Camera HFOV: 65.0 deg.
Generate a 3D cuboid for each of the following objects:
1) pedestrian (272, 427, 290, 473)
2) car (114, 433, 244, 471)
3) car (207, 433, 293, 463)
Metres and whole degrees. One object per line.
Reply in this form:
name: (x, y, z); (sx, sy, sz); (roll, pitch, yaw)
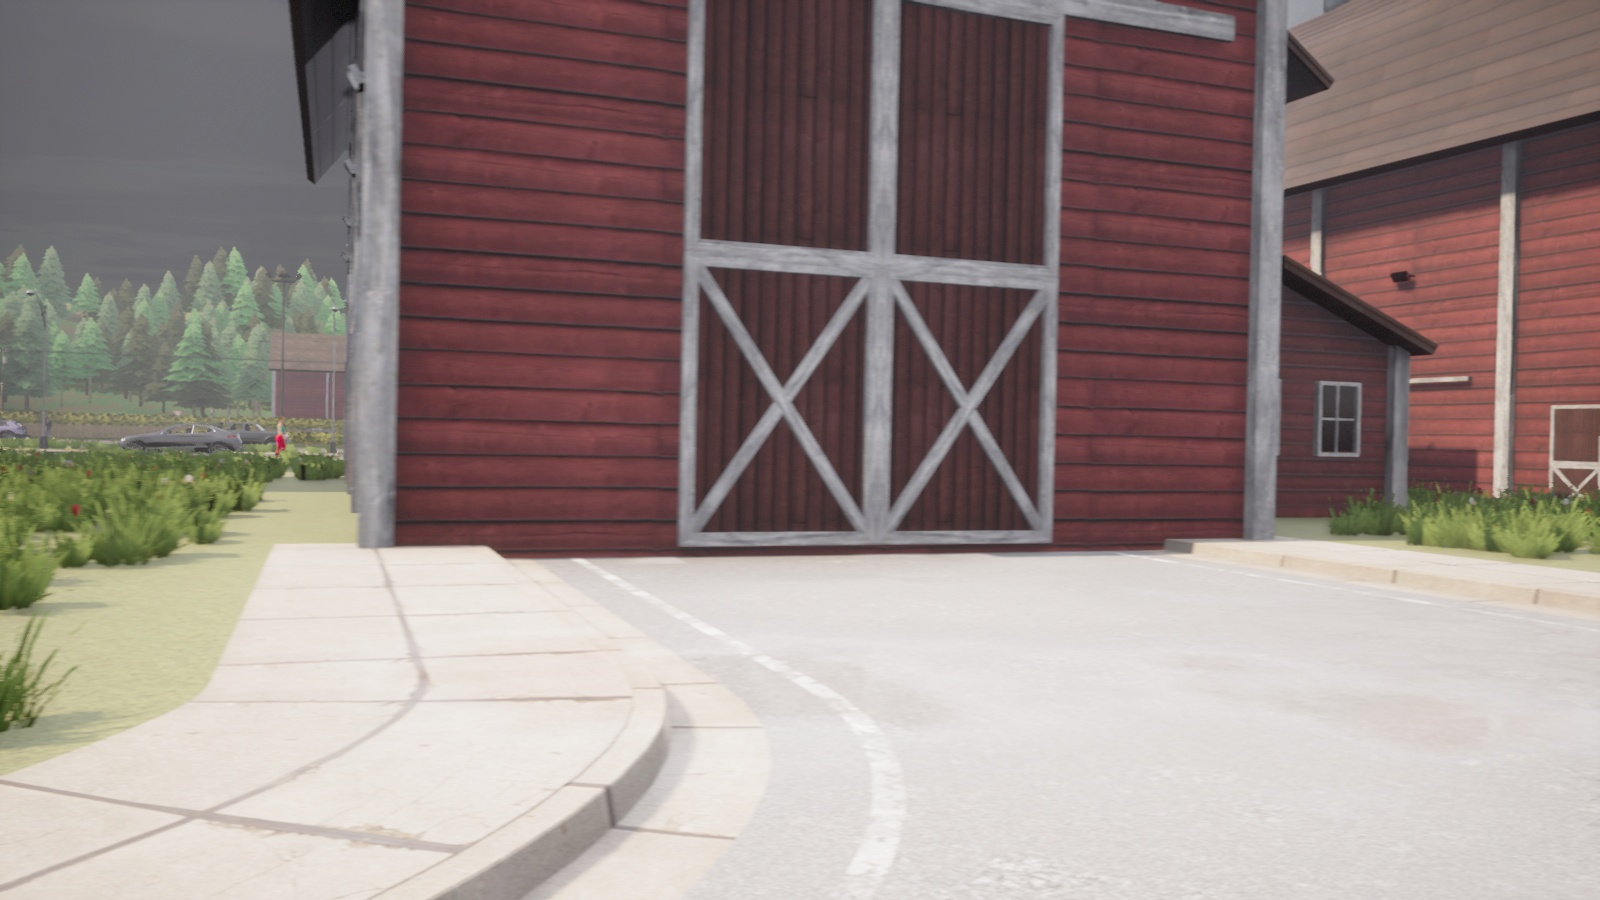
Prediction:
pedestrian: (-20.637, -0.006, 49.972); (0.594, 1.836, 0.345); (0, 1, -10)
car: (-27.705, 0.053, 56.259); (5.027, 1.651, 2.152); (0, 1, -21)
car: (-34.088, -0.129, 77.961); (4.605, 1.855, 1.932); (0, 0, -15)
